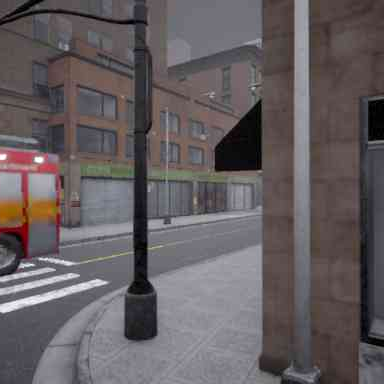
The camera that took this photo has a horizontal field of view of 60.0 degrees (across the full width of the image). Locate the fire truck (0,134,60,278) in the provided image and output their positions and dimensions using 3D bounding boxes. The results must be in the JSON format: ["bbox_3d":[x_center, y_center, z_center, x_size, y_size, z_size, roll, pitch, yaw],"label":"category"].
[{"bbox_3d":[-7.467,0.335,7.437,2.891,3.827,8.468,0,0,36],"label":"fire truck"}]
